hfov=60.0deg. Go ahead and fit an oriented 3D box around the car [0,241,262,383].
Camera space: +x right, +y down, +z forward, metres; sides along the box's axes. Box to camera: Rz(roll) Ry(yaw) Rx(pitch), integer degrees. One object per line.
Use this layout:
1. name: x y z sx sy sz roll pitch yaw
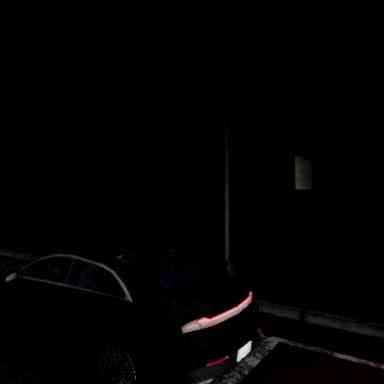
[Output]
1. car: -1.410 1.506 5.004 4.902 1.511 2.128 0 0 36
